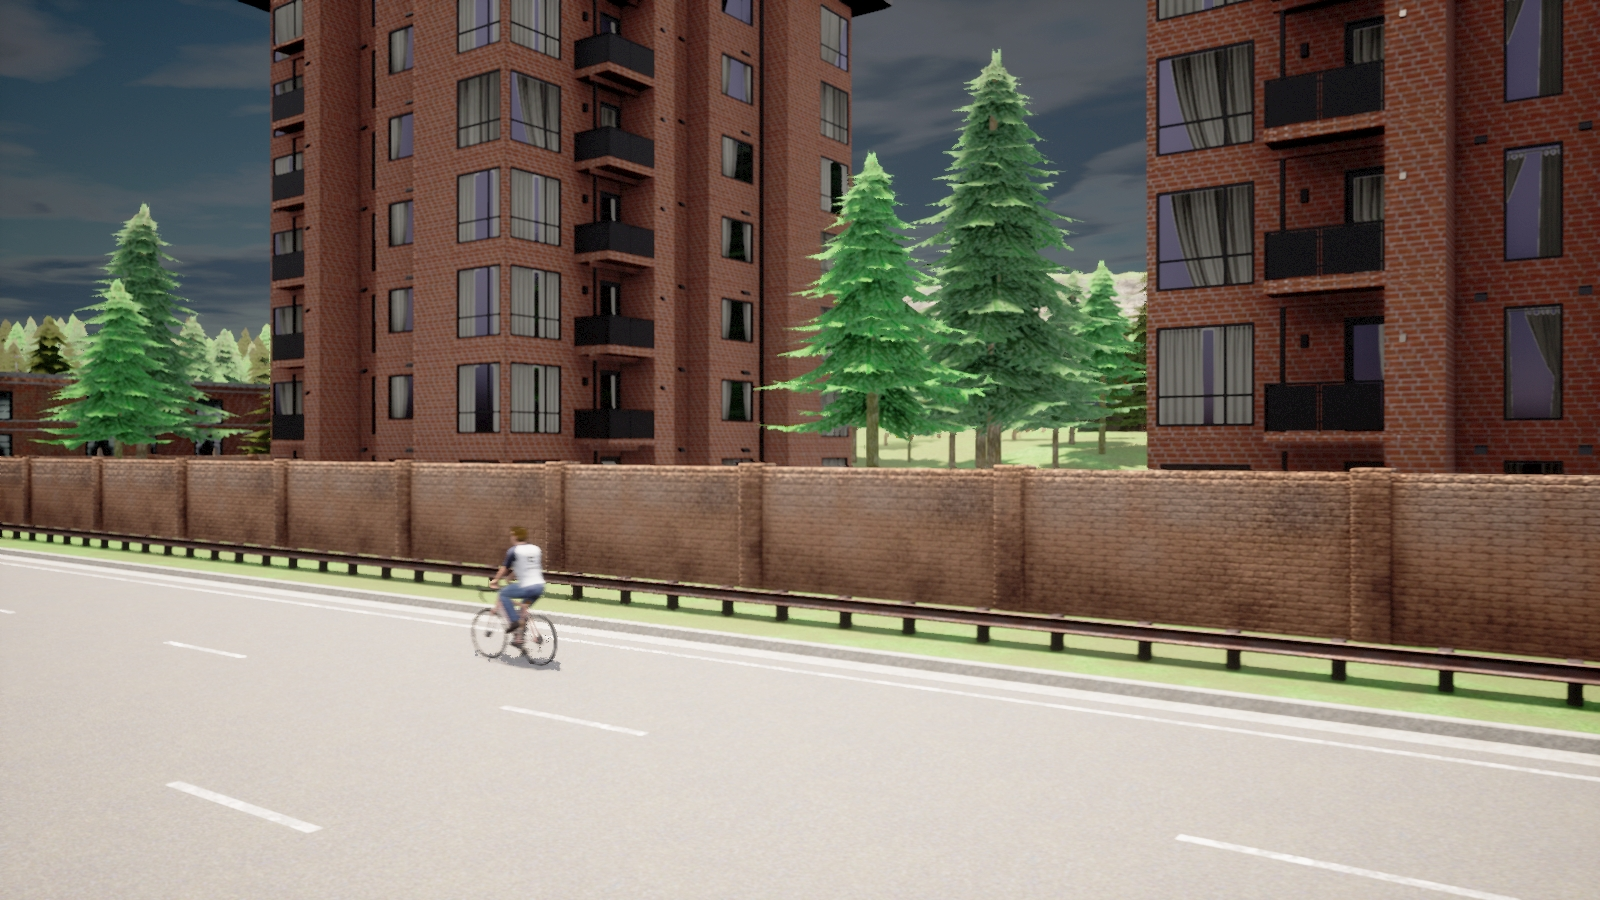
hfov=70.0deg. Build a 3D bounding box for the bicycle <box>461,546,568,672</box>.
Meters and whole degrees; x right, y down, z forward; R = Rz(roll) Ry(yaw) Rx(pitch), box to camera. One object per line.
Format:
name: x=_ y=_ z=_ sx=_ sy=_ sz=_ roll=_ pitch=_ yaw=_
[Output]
bicycle: x=-3.772 y=2.053 z=15.034 sx=1.643 sy=1.496 sz=0.373 roll=0 pitch=0 yaw=35
